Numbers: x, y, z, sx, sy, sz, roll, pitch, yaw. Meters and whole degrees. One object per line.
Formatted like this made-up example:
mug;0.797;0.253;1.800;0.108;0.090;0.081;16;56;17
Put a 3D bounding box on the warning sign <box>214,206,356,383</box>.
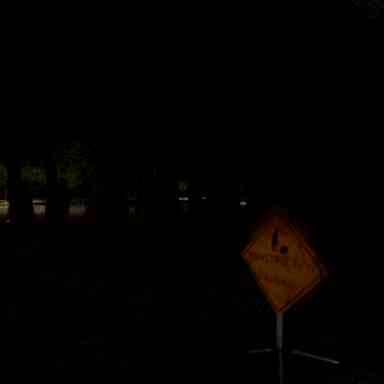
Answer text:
warning sign;1.098;1.138;4.102;1.060;1.860;1.300;0;0;-36
